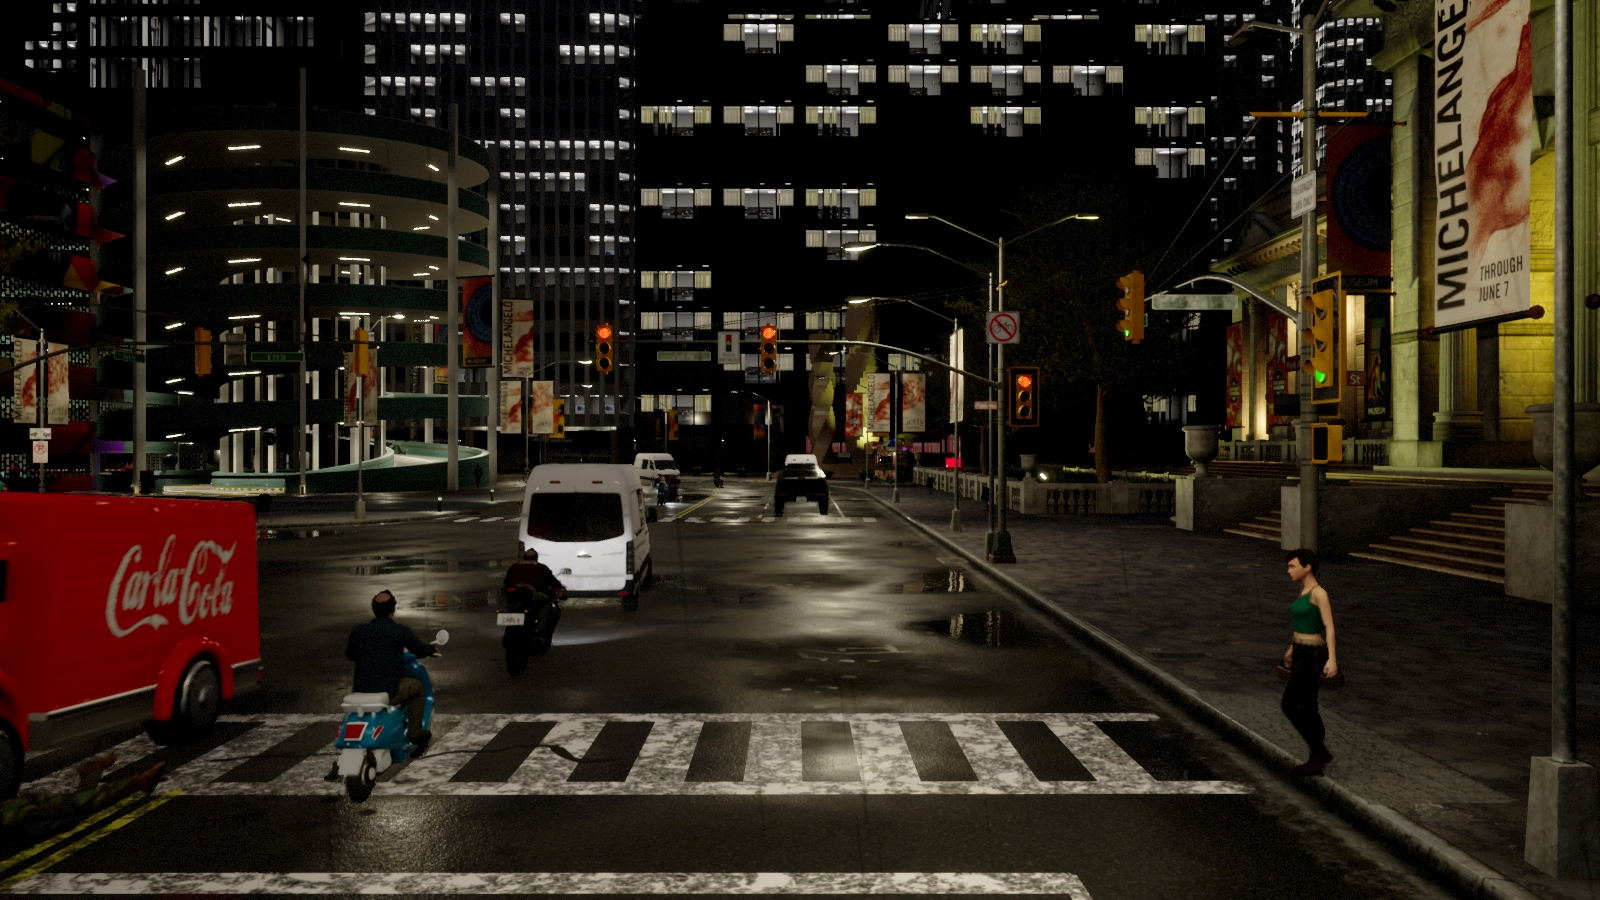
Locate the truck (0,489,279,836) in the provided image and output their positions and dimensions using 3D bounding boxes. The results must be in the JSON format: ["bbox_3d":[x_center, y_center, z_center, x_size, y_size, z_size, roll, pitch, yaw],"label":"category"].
[{"bbox_3d":[-7.002,1.587,9.759,2.627,2.467,5.204,1,-3,0],"label":"truck"}]

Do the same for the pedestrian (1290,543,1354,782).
[{"bbox_3d":[4.219,1.698,9.249,0.375,1.860,0.375,0,0,8],"label":"pedestrian"}]

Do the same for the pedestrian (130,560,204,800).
[{"bbox_3d":[-5.156,1.848,9.310,0.375,1.860,0.375,0,0,18],"label":"pedestrian"}]

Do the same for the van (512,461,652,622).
[{"bbox_3d":[-3.966,1.535,21.731,1.988,2.561,5.915,0,0,-5],"label":"van"}]
